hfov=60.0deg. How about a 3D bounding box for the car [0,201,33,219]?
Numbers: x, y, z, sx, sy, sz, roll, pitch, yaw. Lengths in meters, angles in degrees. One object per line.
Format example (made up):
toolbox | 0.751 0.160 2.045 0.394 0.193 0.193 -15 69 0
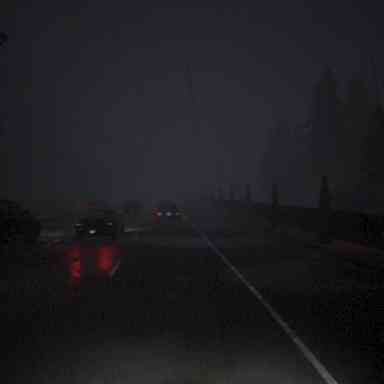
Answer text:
car | -16.525 1.610 30.625 1.812 1.442 4.674 0 0 -5

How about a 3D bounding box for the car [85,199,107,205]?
car | -9.640 1.591 34.388 1.837 1.490 4.892 0 0 -5

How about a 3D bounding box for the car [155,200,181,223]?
car | -1.870 1.608 25.993 2.033 1.411 5.357 0 0 -5

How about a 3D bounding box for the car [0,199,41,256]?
car | -7.734 1.257 12.648 2.150 2.045 5.566 0 0 -5

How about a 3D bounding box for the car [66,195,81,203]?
car | -27.649 1.556 77.695 2.097 1.767 4.553 0 0 -5

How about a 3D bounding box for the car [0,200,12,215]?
car | -20.300 1.586 33.503 2.128 1.511 4.902 0 0 -5

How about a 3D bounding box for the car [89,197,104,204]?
car | -19.929 1.716 69.912 2.033 1.411 5.357 0 0 -5

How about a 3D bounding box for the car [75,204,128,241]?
car | -4.595 1.568 16.955 1.812 1.442 4.674 0 0 -5

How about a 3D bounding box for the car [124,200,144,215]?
car | -6.190 1.563 35.106 1.882 1.535 5.008 0 0 -5
